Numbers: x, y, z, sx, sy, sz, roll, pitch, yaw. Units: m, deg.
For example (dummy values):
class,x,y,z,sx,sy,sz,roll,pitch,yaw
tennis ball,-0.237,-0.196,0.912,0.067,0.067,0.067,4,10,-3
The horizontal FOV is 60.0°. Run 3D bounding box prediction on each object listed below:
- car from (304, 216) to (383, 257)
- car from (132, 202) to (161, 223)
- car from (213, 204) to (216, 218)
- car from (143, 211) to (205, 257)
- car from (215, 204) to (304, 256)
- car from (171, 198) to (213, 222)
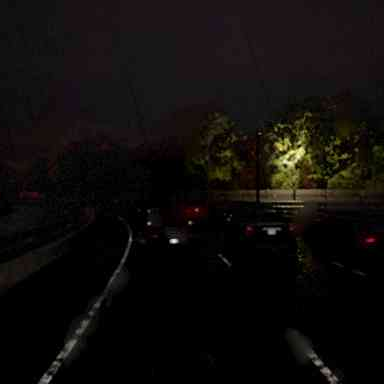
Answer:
class,x,y,z,sx,sy,sz,roll,pitch,yaw
car,6.193,1.685,13.531,2.033,1.411,5.357,0,-1,-7
car,-3.960,1.638,28.560,2.097,1.767,4.553,0,-1,-16
car,2.681,1.834,30.791,1.812,1.442,4.674,0,0,-16
car,-0.885,1.702,13.613,1.994,1.385,4.181,0,0,-7
car,2.588,1.493,14.037,2.097,1.767,4.553,0,-1,-7
car,-0.334,1.512,28.625,2.150,2.045,5.566,0,0,-15
